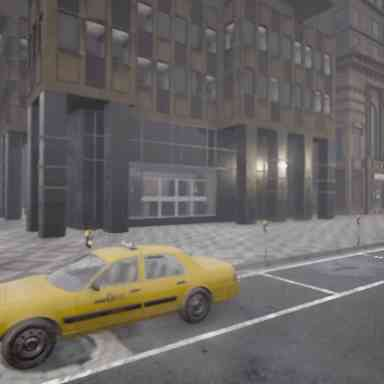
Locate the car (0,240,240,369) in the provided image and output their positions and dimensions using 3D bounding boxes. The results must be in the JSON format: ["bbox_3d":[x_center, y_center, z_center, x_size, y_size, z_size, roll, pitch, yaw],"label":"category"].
[{"bbox_3d":[-1.329,1.546,5.699,4.829,1.417,1.752,1,0,-35],"label":"car"}]
